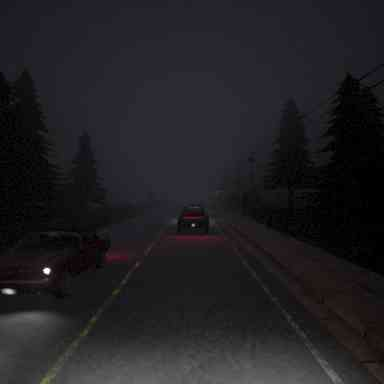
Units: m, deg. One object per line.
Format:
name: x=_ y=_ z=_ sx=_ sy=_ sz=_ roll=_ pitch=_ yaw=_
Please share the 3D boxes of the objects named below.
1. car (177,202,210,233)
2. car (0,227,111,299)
car: x=0.082 y=1.627 z=20.618 sx=2.128 sy=1.511 sz=4.902 roll=0 pitch=0 yaw=0
car: x=-3.596 y=1.661 z=8.739 sx=1.895 sy=1.301 sz=4.718 roll=0 pitch=0 yaw=0
